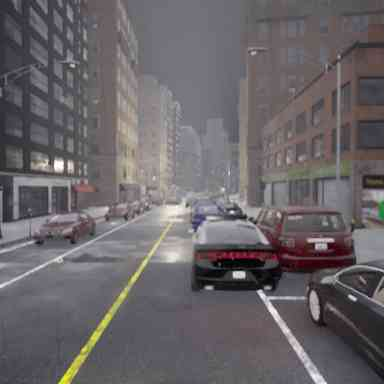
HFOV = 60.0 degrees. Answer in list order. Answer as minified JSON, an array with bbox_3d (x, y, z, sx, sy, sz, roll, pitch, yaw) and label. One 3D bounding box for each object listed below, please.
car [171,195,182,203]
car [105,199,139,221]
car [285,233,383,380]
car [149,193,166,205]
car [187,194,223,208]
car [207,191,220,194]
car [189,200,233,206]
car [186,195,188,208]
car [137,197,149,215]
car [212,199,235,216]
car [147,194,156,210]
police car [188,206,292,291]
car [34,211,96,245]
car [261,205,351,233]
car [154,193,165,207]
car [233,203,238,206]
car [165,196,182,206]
[{"bbox_3d":[-2.851,1.352,61.956,1.994,1.385,4.181,0,0,0],"label":"car"},{"bbox_3d":[-5.611,1.503,26.294,1.802,1.307,4.206,-1,0,0],"label":"car"},{"bbox_3d":[2.861,1.538,4.261,2.008,1.369,4.403,-1,0,0],"label":"car"},{"bbox_3d":[-5.546,1.136,53.832,2.192,1.841,5.009,-1,0,0],"label":"car"},{"bbox_3d":[0.900,1.277,24.915,2.097,1.767,4.553,0,0,0],"label":"car"},{"bbox_3d":[5.974,1.202,92.639,1.947,1.339,4.313,0,0,9],"label":"car"},{"bbox_3d":[0.946,1.422,18.946,1.882,1.535,5.008,0,0,0],"label":"car"},{"bbox_3d":[0.136,1.419,44.863,1.994,1.385,4.181,0,0,0],"label":"car"},{"bbox_3d":[-5.597,1.484,31.802,1.802,1.307,4.206,-1,0,0],"label":"car"},{"bbox_3d":[2.928,1.427,31.962,1.752,1.417,4.829,-1,0,0],"label":"car"},{"bbox_3d":[-5.585,1.323,37.309,1.967,1.590,4.097,-1,0,0],"label":"car"},{"bbox_3d":[0.922,1.399,9.055,1.930,1.638,5.238,0,0,0],"label":"police car"},{"bbox_3d":[-5.637,1.537,15.279,1.802,1.307,4.206,-1,0,0],"label":"car"},{"bbox_3d":[2.872,1.286,9.767,2.192,1.841,5.009,-1,0,0],"label":"car"},{"bbox_3d":[-5.560,1.157,48.324,2.192,1.841,5.009,-1,0,0],"label":"car"},{"bbox_3d":[2.914,1.486,26.286,1.947,1.339,4.313,-1,0,0],"label":"car"},{"bbox_3d":[-2.944,1.397,50.828,1.994,1.385,4.181,0,0,1],"label":"car"}]
